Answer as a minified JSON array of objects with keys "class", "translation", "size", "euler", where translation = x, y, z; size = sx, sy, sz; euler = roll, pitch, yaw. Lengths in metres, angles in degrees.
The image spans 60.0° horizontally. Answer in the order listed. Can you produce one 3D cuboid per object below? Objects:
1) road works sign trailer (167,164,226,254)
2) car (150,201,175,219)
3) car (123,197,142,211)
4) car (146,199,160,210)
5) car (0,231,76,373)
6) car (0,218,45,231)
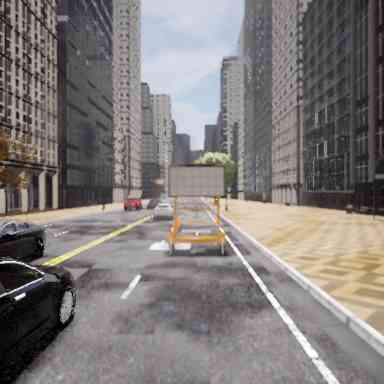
[{"class":"road works sign trailer","translation":[0.214,0.623,14.184],"size":[2.380,3.560,2.880],"euler":[0,-1,2]},{"class":"car","translation":[-2.716,1.901,32.969],"size":[1.812,1.442,4.674],"euler":[0,-1,1]},{"class":"car","translation":[-9.168,1.822,51.940],"size":[2.150,2.045,5.566],"euler":[0,0,1]},{"class":"car","translation":[-5.904,1.953,52.587],"size":[2.097,1.767,4.553],"euler":[0,0,1]},{"class":"car","translation":[-3.075,1.561,4.237],"size":[1.837,1.490,4.892],"euler":[0,-1,1]},{"class":"car","translation":[-6.446,1.627,10.628],"size":[2.128,1.511,4.902],"euler":[0,-1,1]}]
